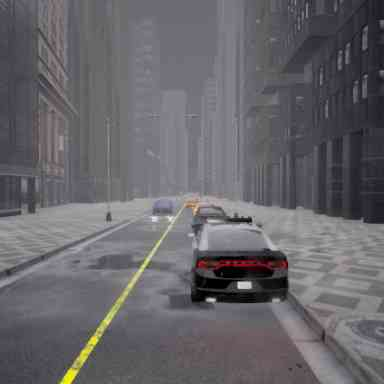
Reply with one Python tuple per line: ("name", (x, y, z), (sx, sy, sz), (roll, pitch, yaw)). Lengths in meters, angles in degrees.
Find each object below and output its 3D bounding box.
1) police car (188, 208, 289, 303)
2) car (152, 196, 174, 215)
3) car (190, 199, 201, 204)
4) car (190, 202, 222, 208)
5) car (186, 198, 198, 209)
("police car", (0.929, 1.426, 8.389), (1.930, 1.638, 5.238), (0, 0, 0))
("car", (-2.876, 1.506, 33.885), (1.882, 1.535, 5.008), (0, 0, 0))
("car", (0.989, 1.493, 24.281), (1.882, 1.535, 5.008), (0, 0, 0))
("car", (0.966, 1.513, 18.280), (1.837, 1.490, 4.892), (0, 0, 0))
("car", (0.199, 1.527, 47.048), (1.882, 1.535, 5.008), (0, 0, 1))
